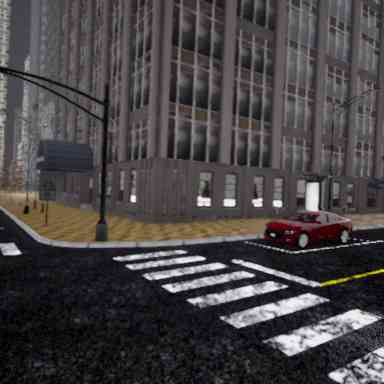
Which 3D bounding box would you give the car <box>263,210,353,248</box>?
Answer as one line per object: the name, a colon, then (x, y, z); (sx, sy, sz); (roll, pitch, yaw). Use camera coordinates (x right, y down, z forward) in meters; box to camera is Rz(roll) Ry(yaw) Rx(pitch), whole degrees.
car: (5.034, 1.466, 14.236); (4.507, 1.381, 1.887); (1, 2, -34)
